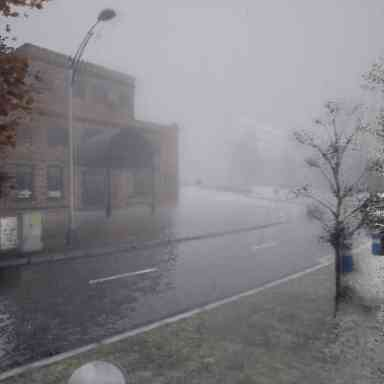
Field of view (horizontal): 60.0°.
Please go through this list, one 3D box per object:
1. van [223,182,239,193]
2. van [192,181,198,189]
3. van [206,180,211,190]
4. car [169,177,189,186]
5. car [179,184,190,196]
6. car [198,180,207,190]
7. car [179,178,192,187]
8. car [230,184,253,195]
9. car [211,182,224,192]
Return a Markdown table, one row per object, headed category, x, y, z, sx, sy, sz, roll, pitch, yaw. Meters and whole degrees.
| category | x | y | z | sx | sy | sz | roll | pitch | yaw |
| --- | --- | --- | --- | --- | --- | --- | --- | --- | --- |
| van | 8.965 | -0.777 | 68.893 | 1.878 | 1.987 | 4.442 | 6 | 5 | 39 |
| van | 2.845 | -1.774 | 79.174 | 1.878 | 1.987 | 4.442 | 6 | 5 | 39 |
| van | 5.768 | -1.269 | 73.846 | 1.878 | 1.987 | 4.442 | 6 | 5 | 39 |
| car | -3.413 | -2.796 | 89.365 | 2.435 | 2.045 | 5.566 | 5 | 5 | 38 |
| car | -3.037 | 0.022 | 55.770 | 2.002 | 1.452 | 4.674 | 5 | 6 | 37 |
| car | 4.282 | -1.421 | 76.494 | 2.185 | 1.767 | 4.553 | 6 | 5 | 39 |
| car | -0.312 | -2.044 | 84.235 | 2.231 | 1.521 | 4.892 | 6 | 5 | 39 |
| car | 10.406 | -0.301 | 66.246 | 2.097 | 1.535 | 5.008 | 6 | 5 | 39 |
| car | 7.352 | -1.048 | 71.343 | 2.435 | 2.045 | 5.566 | 6 | 5 | 39 |
